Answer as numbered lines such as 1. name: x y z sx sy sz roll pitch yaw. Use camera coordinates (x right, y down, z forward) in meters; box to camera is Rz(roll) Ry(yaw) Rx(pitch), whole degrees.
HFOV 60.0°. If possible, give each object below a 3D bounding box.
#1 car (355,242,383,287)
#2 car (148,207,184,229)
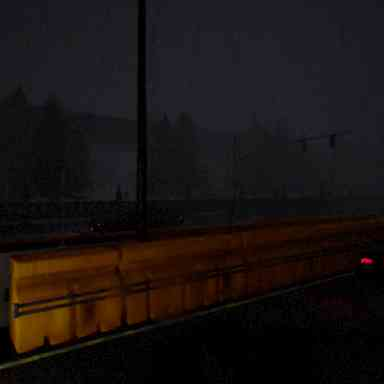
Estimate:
1. car: 6.116 1.535 8.110 5.357 1.411 2.033 0 0 -36
2. car: -3.056 1.537 18.890 5.357 1.411 2.033 0 0 -35
